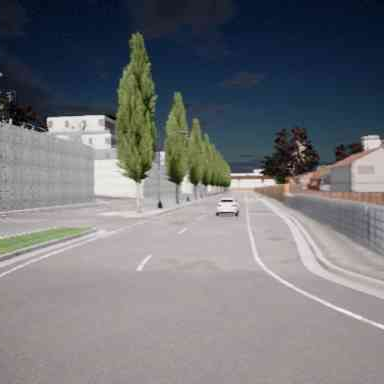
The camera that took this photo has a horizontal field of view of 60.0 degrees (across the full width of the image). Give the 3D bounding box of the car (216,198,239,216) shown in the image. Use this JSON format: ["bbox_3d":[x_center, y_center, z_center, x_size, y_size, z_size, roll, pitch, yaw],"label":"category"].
[{"bbox_3d":[3.069,1.201,28.612,1.812,1.442,4.674,0,1,9],"label":"car"}]
